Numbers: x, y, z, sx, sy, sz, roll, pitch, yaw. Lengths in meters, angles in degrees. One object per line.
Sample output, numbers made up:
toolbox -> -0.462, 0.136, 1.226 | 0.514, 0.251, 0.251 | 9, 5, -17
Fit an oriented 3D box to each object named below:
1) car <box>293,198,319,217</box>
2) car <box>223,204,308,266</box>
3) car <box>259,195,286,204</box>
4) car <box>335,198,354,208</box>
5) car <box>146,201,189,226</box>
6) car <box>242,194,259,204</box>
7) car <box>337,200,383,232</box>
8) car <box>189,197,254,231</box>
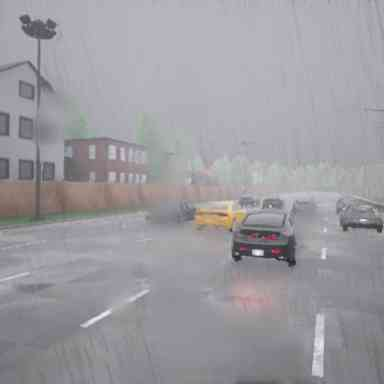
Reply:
car -> 9.665, 1.228, 28.285 | 2.128, 1.511, 4.902 | 1, 1, 22
car -> 2.721, 1.382, 11.290 | 1.837, 1.490, 4.892 | 1, 1, 22
car -> 8.692, 1.140, 35.155 | 1.837, 1.490, 4.892 | 1, 1, 22
car -> 15.074, 1.296, 32.353 | 2.033, 1.411, 5.357 | 1, 1, 23
car -> -0.903, 1.255, 20.930 | 2.033, 1.411, 5.357 | 1, 1, 22
car -> 7.058, 1.052, 40.411 | 1.837, 1.490, 4.892 | 1, 1, 22
car -> 9.660, 1.421, 19.121 | 1.994, 1.385, 4.181 | 1, 1, 23
car -> 1.795, 1.252, 18.276 | 1.882, 1.535, 5.008 | 1, 1, 22
